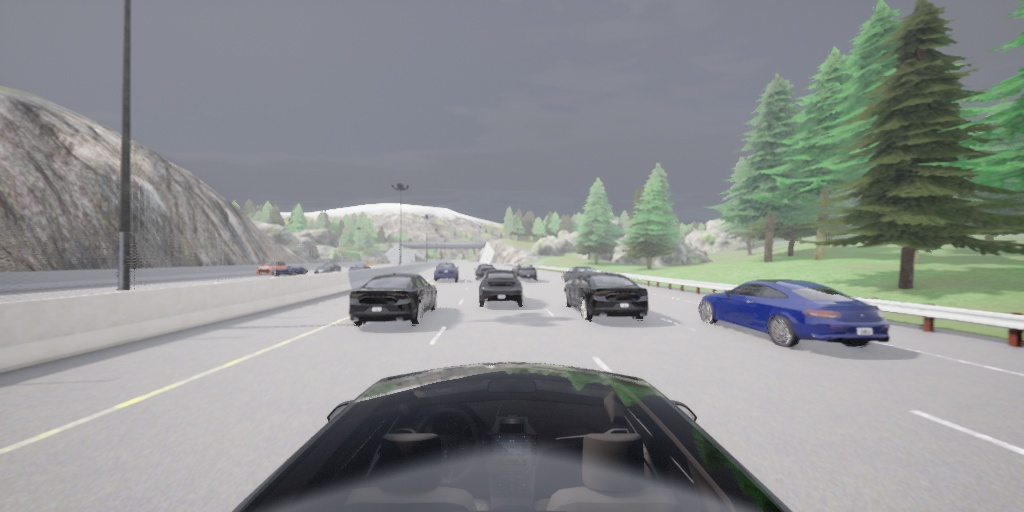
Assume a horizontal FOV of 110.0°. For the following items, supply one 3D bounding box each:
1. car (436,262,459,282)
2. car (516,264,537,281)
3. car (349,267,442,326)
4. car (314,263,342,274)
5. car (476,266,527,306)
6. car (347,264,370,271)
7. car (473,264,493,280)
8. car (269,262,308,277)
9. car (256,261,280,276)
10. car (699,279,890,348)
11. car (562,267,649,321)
[{"bbox_3d":[-5.957,1.357,32.830,2.097,1.767,4.553,0,0,-8],"label":"car"},{"bbox_3d":[1.079,1.494,33.090,2.128,1.511,4.902,0,0,-8],"label":"car"},{"bbox_3d":[-3.788,1.314,12.190,1.882,1.535,5.008,0,0,-3],"label":"car"},{"bbox_3d":[-21.734,1.584,42.550,2.128,1.511,4.902,0,0,-9],"label":"car"},{"bbox_3d":[-0.574,1.375,16.554,1.837,1.490,4.892,0,0,-4],"label":"car"},{"bbox_3d":[-18.243,1.657,42.864,1.994,1.385,4.181,0,0,-9],"label":"car"},{"bbox_3d":[-2.465,1.511,33.183,1.837,1.490,4.892,0,0,-8],"label":"car"},{"bbox_3d":[-24.987,1.679,40.636,1.895,1.301,4.718,0,0,-9],"label":"car"},{"bbox_3d":[-28.962,1.456,43.557,2.097,1.767,4.553,0,0,-8],"label":"car"},{"bbox_3d":[6.847,1.334,9.348,1.812,1.442,4.674,0,0,-2],"label":"car"},{"bbox_3d":[3.172,1.317,12.998,1.882,1.535,5.008,0,0,-3],"label":"car"}]
